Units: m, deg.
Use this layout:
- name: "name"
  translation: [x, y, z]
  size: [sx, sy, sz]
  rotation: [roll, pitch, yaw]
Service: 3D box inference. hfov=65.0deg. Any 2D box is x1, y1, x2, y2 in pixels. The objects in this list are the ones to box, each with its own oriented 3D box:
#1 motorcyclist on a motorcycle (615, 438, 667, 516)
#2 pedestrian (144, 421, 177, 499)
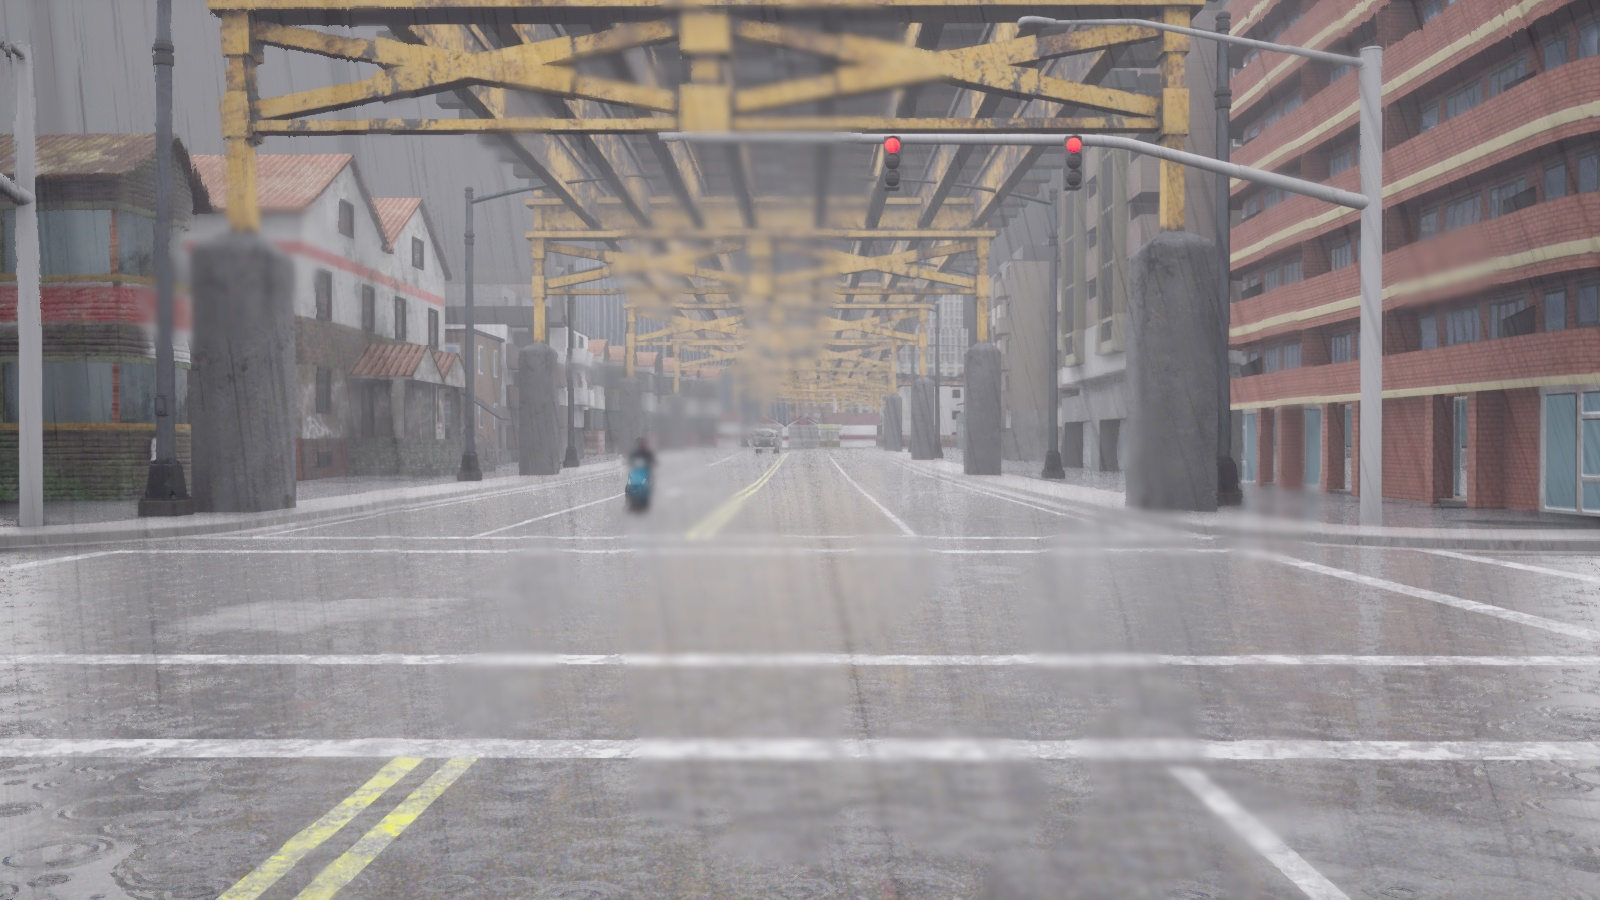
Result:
- name: "motorcyclist on a motorcycle"
  translation: [-3.340, 0.547, 26.576]
  size: [0.866, 1.590, 1.817]
  rotation: [0, 0, 0]
- name: "pedestrian"
  translation: [-15.160, 0.231, 29.782]
  size: [0.354, 1.836, 0.706]
  rotation: [0, 0, 10]
